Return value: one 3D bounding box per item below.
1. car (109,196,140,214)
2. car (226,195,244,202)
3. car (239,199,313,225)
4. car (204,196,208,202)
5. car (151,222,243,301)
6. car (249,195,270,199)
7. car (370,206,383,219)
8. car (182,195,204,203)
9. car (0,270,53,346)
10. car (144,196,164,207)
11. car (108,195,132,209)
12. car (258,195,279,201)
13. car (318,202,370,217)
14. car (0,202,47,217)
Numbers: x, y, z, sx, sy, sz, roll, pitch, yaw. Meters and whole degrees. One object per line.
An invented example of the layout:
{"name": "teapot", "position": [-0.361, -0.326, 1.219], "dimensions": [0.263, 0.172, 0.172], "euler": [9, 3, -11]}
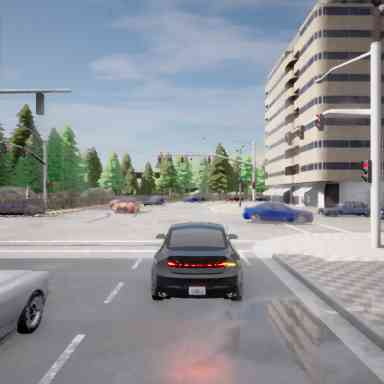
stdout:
{"name": "car", "position": [-6.969, 1.370, 35.539], "dimensions": [2.097, 1.767, 4.553], "euler": [0, 1, 1]}
{"name": "car", "position": [9.753, 1.478, 75.037], "dimensions": [5.008, 1.535, 1.882], "euler": [0, 0, -41]}
{"name": "car", "position": [6.147, 1.510, 24.181], "dimensions": [5.008, 1.535, 1.882], "euler": [1, 1, 11]}
{"name": "car", "position": [1.602, 1.500, 76.913], "dimensions": [1.837, 1.490, 4.892], "euler": [0, 0, 42]}
{"name": "car", "position": [0.121, 1.505, 8.324], "dimensions": [1.837, 1.490, 4.892], "euler": [0, 0, 1]}
{"name": "car", "position": [15.227, 1.595, 74.763], "dimensions": [4.718, 1.301, 1.895], "euler": [0, 0, -33]}
{"name": "car", "position": [17.713, 1.581, 27.475], "dimensions": [4.674, 1.442, 1.812], "euler": [0, 0, 0]}
{"name": "car", "position": [-0.088, 1.477, 69.155], "dimensions": [1.882, 1.535, 5.008], "euler": [0, 0, 33]}
{"name": "car", "position": [-3.424, 1.601, 3.805], "dimensions": [1.895, 1.301, 4.718], "euler": [0, 0, 0]}
{"name": "car", "position": [-6.194, 1.564, 52.272], "dimensions": [1.994, 1.385, 4.181], "euler": [0, 0, 8]}
{"name": "car", "position": [-10.138, 1.351, 47.014], "dimensions": [2.097, 1.767, 4.553], "euler": [0, 0, 4]}
{"name": "car", "position": [18.554, 1.500, 80.548], "dimensions": [4.892, 1.490, 1.837], "euler": [0, 0, -22]}
{"name": "car", "position": [14.619, 1.603, 30.987], "dimensions": [5.357, 1.411, 2.033], "euler": [0, 0, 0]}
{"name": "car", "position": [-16.371, 1.602, 30.689], "dimensions": [5.357, 1.411, 2.033], "euler": [0, 0, -14]}
